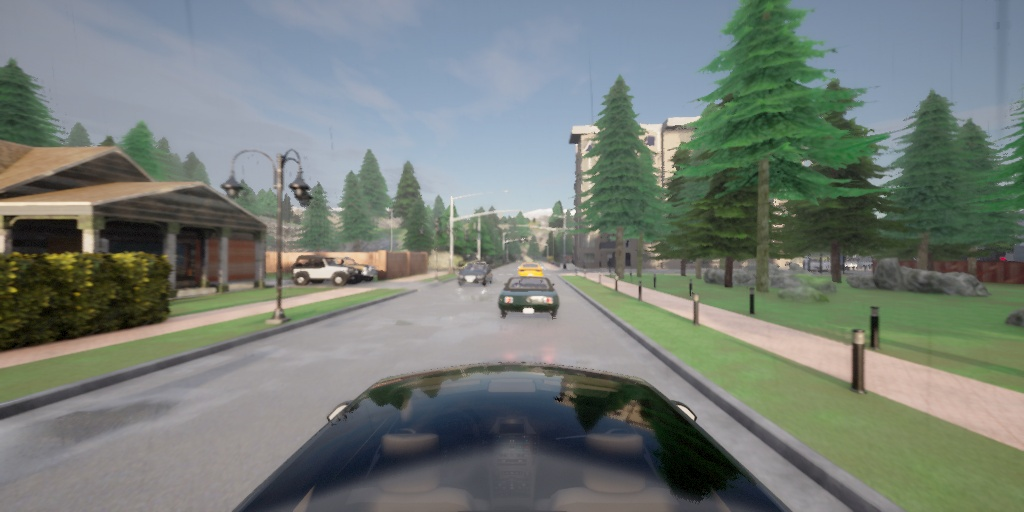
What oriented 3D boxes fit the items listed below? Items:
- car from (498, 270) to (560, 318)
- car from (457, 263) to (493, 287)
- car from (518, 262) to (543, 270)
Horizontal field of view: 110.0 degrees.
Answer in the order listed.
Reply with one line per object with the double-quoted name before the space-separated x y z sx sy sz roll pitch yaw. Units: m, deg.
"car" 0.616 1.363 12.998 1.895 1.301 4.718 0 0 3
"car" -2.430 1.255 24.538 2.128 1.511 4.902 0 0 4
"car" 1.456 1.258 28.447 1.882 1.535 5.008 0 -1 3
